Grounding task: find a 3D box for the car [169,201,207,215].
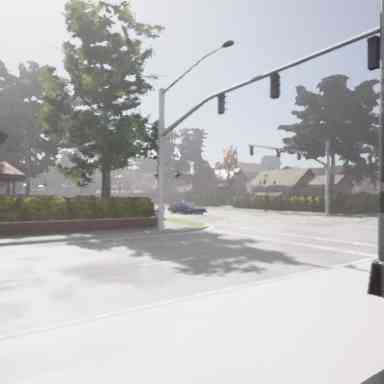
[{"bbox_3d":[-0.570,1.764,37.111,2.033,1.411,5.357,1,0,-36],"label":"car"}]
